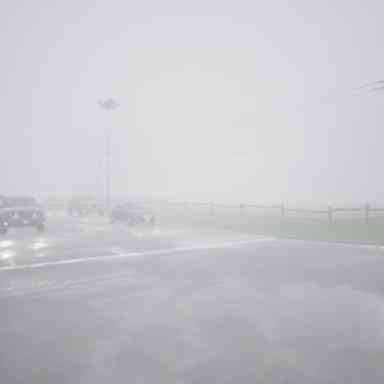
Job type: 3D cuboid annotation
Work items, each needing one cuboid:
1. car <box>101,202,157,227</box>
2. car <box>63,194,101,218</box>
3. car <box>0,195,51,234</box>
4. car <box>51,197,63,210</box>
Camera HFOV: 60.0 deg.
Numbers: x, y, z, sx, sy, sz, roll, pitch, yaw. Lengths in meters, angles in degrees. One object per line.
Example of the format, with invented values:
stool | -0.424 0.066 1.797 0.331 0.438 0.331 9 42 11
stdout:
car | -4.242 1.495 23.265 2.128 1.511 4.902 0 0 -36
car | -10.024 1.224 31.260 2.150 2.045 5.566 0 0 -36
car | -10.359 1.222 19.775 2.150 2.045 5.566 0 0 -36
car | -17.228 1.355 41.226 2.097 1.767 4.553 0 0 -36
